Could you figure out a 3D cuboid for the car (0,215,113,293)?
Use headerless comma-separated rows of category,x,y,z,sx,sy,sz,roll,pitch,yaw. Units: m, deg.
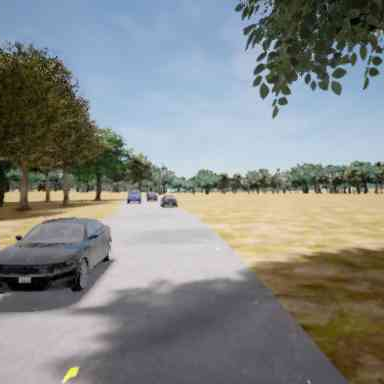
car,-3.450,1.456,9.076,1.882,1.535,5.008,0,0,-3

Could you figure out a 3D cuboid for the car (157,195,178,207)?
car,-2.859,1.090,41.088,1.812,1.442,4.674,0,1,-10

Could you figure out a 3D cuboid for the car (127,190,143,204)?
car,-8.932,0.735,51.741,2.150,2.045,5.566,-1,1,-9

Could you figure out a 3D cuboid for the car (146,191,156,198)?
car,-9.430,0.540,77.016,1.882,1.535,5.008,-1,1,-3

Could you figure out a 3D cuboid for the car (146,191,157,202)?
car,-7.071,0.887,59.196,2.128,1.511,4.902,-1,1,-9
